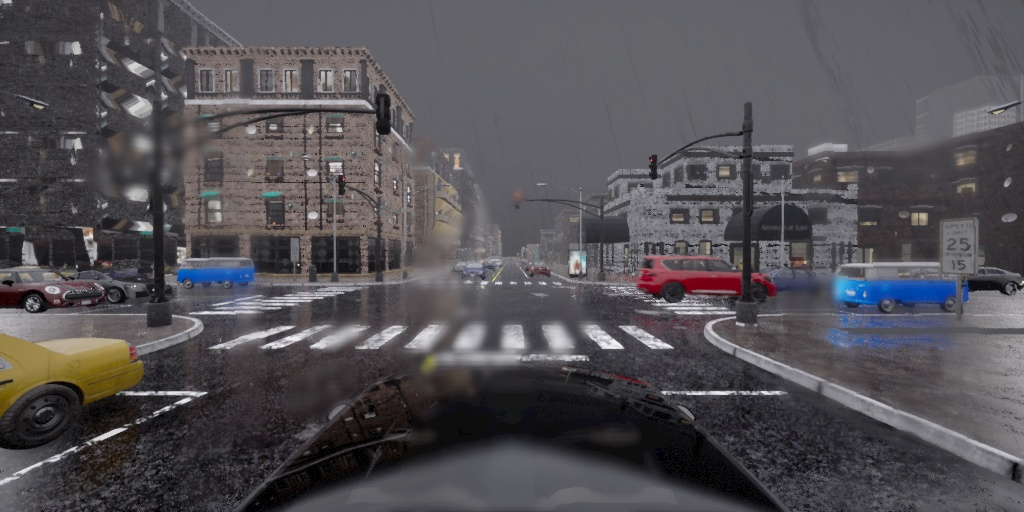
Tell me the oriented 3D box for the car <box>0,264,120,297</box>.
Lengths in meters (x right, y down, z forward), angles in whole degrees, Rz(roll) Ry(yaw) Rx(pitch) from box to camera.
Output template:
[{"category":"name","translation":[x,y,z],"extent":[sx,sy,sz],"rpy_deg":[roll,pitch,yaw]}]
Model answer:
[{"category":"car","translation":[-17.738,1.190,13.251],"extent":[4.097,1.591,1.967],"rpy_deg":[0,0,-1]}]

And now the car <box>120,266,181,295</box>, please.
[{"category":"car","translation":[-17.753,1.295,15.835],"extent":[4.181,1.385,1.994],"rpy_deg":[0,0,-1]}]

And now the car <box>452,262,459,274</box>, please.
[{"category":"car","translation":[-5.746,1.310,40.894],"extent":[2.007,1.370,4.403],"rpy_deg":[0,0,0]}]

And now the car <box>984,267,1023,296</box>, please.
[{"category":"car","translation":[24.410,1.290,19.408],"extent":[4.902,1.511,2.128],"rpy_deg":[0,0,0]}]

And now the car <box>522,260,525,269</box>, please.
[{"category":"car","translation":[2.626,1.347,46.615],"extent":[1.802,1.307,4.207],"rpy_deg":[0,0,0]}]

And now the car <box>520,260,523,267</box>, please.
[{"category":"car","translation":[2.618,1.320,52.312],"extent":[2.007,1.370,4.403],"rpy_deg":[0,0,0]}]

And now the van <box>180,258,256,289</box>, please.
[{"category":"van","translation":[-17.793,1.030,21.632],"extent":[3.998,1.789,1.690],"rpy_deg":[0,0,-1]}]

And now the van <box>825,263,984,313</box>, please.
[{"category":"van","translation":[14.639,1.156,13.538],"extent":[3.998,1.789,1.690],"rpy_deg":[0,0,-1]}]

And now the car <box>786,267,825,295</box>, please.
[{"category":"car","translation":[14.485,1.320,19.324],"extent":[5.357,1.411,2.033],"rpy_deg":[0,0,-1]}]

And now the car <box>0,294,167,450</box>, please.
[{"category":"car","translation":[-5.692,1.275,2.573],"extent":[1.751,1.417,4.829],"rpy_deg":[0,0,0]}]

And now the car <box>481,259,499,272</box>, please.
[{"category":"car","translation":[-3.163,1.367,47.975],"extent":[1.895,1.301,4.718],"rpy_deg":[0,0,0]}]

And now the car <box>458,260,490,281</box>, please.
[{"category":"car","translation":[-3.137,1.279,30.726],"extent":[1.812,1.442,4.674],"rpy_deg":[0,0,0]}]

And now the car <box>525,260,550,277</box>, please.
[{"category":"car","translation":[2.643,1.195,35.222],"extent":[1.967,1.591,4.097],"rpy_deg":[0,0,0]}]

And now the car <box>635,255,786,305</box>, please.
[{"category":"car","translation":[8.458,1.003,16.032],"extent":[5.566,2.045,2.150],"rpy_deg":[0,1,6]}]
